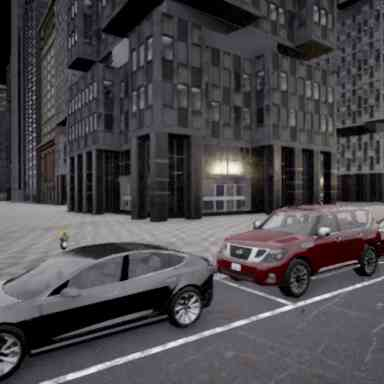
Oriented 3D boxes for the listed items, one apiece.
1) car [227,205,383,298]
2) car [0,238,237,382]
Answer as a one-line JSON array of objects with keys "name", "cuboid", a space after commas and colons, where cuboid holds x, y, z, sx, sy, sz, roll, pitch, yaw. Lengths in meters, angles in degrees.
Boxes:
[{"name": "car", "cuboid": [3.008, 1.302, 8.681, 5.009, 1.841, 2.192, 0, 0, -36]}, {"name": "car", "cuboid": [-1.580, 1.563, 5.407, 4.313, 1.339, 1.947, 0, 0, -36]}]
